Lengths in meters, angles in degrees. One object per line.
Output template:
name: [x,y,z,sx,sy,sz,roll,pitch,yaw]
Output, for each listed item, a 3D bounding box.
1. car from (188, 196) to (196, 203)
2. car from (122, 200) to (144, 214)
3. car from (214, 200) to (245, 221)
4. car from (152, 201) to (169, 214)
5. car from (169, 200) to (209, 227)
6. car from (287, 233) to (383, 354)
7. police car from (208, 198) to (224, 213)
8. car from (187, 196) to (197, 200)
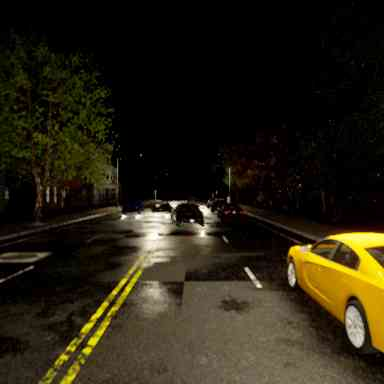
car: [0.013,1.783,82.888,1.882,1.535,5.008,0,0,0]
car: [-6.590,1.629,37.462,1.882,1.535,5.008,0,0,0]
car: [3.255,1.660,28.181,2.033,1.411,5.357,0,0,0]
car: [-3.339,1.715,37.544,1.994,1.385,4.181,0,0,0]
car: [-0.341,1.601,23.870,1.837,1.490,4.892,-1,0,-8]
car: [3.251,1.503,6.180,1.882,1.535,5.008,0,0,0]
police car: [3.256,1.583,39.292,1.930,1.638,5.238,0,0,0]
car: [0.012,1.780,72.532,1.837,1.490,4.892,0,0,0]
